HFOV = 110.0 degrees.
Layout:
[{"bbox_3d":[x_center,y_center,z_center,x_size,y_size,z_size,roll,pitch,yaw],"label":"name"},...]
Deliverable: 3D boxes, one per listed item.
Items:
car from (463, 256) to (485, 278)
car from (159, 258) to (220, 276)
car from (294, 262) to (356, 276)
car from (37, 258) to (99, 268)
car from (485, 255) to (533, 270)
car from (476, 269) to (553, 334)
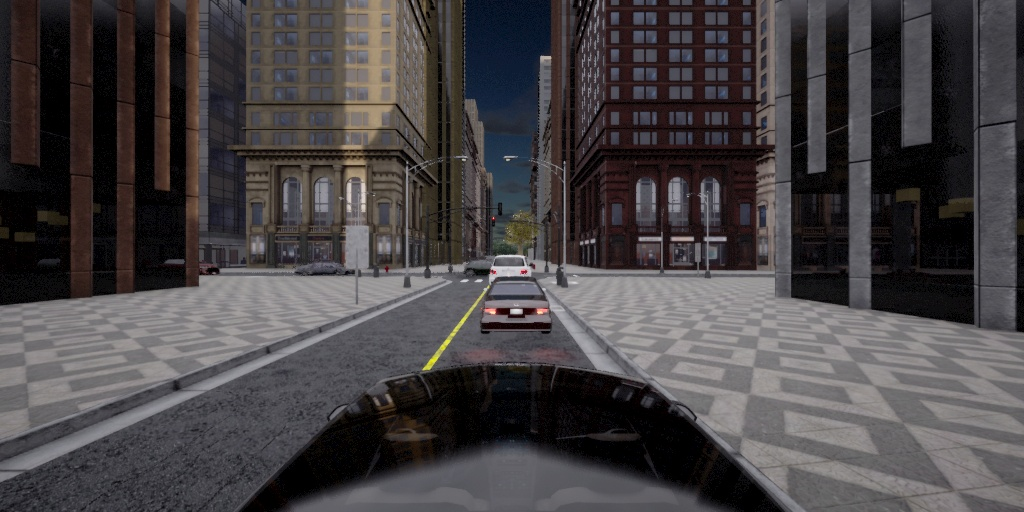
[{"bbox_3d":[-2.157,1.101,33.326,4.553,1.767,2.097,0,0,0],"label":"car"},{"bbox_3d":[-29.915,1.008,33.320,4.553,1.767,2.097,0,0,0],"label":"car"},{"bbox_3d":[-17.153,1.238,33.323,5.357,1.411,2.033,0,0,0],"label":"car"},{"bbox_3d":[-41.307,0.983,33.341,4.553,1.767,2.097,0,0,0],"label":"car"},{"bbox_3d":[0.013,0.971,20.839,2.150,2.045,5.566,0,0,4],"label":"car"},{"bbox_3d":[0.089,1.297,10.594,2.033,1.411,5.357,0,0,0],"label":"car"}]
